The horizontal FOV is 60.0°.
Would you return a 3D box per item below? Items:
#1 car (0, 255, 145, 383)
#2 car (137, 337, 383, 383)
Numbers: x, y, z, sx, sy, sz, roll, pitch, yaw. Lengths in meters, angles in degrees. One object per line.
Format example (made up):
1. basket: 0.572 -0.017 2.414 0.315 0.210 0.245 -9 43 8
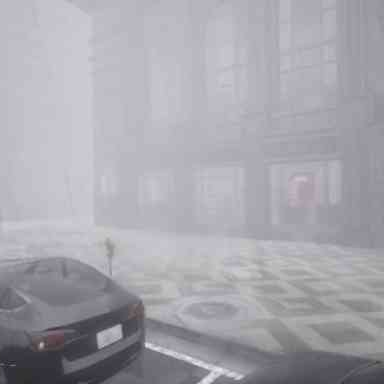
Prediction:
1. car: -2.579 1.615 4.807 4.313 1.339 1.947 -1 -1 35
2. car: 2.009 1.557 1.534 4.313 1.339 1.947 -1 -1 35
